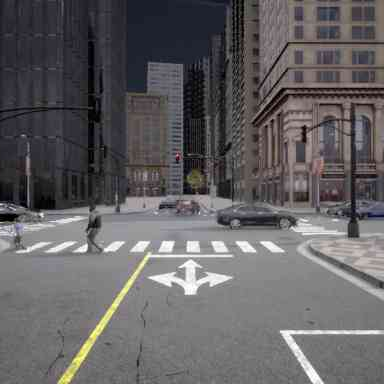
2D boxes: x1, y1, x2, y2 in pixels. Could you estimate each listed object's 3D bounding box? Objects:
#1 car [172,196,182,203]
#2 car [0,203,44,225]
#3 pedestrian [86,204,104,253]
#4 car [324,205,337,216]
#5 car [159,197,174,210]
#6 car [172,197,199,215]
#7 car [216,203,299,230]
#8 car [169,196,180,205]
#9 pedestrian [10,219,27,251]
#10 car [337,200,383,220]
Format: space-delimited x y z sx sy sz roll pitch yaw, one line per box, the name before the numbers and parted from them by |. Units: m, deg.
car | -3.266 1.611 73.936 1.882 1.535 5.008 0 0 0
car | -13.119 1.525 23.503 4.902 1.511 2.128 0 0 -5
pedestrian | -3.522 1.292 12.131 0.375 1.860 0.375 0 0 0
car | 14.513 1.488 30.073 4.902 1.511 2.128 0 0 -2
car | -3.211 1.654 42.897 1.895 1.301 4.718 0 0 0
car | -0.415 1.562 34.910 1.812 1.442 4.674 0 0 11
car | 3.888 1.455 20.023 4.892 1.490 1.837 0 0 0
car | -3.269 1.610 62.554 1.837 1.490 4.892 0 0 0
pedestrian | -6.574 1.576 12.722 0.375 1.300 0.375 0 0 0
car | 14.993 1.517 26.777 5.357 1.411 2.033 0 0 0
